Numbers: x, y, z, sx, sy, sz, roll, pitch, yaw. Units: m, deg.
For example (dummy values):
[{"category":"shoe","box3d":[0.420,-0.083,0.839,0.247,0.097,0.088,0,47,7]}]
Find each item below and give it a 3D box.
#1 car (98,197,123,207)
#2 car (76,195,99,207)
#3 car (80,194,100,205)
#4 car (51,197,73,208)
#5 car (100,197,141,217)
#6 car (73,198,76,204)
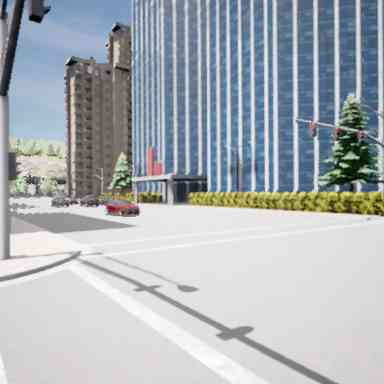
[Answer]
[{"category":"car","box3d":[-12.898,1.513,52.577,2.033,1.411,5.357,-1,0,-35]},{"category":"car","box3d":[-15.452,1.499,50.115,1.837,1.490,4.892,-1,0,-35]},{"category":"car","box3d":[-18.534,1.343,60.473,2.097,1.767,4.553,-1,0,-35]},{"category":"car","box3d":[-19.947,1.538,50.299,1.837,1.490,4.892,-1,0,-35]},{"category":"car","box3d":[-6.552,1.449,31.137,1.882,1.535,5.008,-1,0,-35]},{"category":"car","box3d":[-21.428,1.622,58.508,1.895,1.301,4.718,-1,0,-35]}]
